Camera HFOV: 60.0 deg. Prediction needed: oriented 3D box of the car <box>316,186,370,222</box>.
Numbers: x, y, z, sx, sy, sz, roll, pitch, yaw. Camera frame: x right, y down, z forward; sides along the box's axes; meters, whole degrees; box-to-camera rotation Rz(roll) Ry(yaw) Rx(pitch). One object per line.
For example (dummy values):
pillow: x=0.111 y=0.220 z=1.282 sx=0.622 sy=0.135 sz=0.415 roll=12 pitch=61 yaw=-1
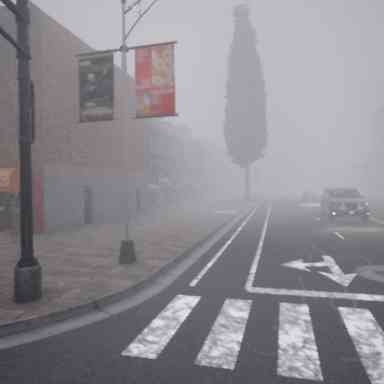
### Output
car: x=9.739 y=0.697 z=21.614 sx=2.150 sy=2.045 sz=5.566 roll=-1 pitch=2 yaw=14

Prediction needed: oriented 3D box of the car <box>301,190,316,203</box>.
car: x=15.191 y=0.537 z=43.185 sx=2.128 sy=1.511 sz=4.902 roll=-1 pitch=1 yaw=14
